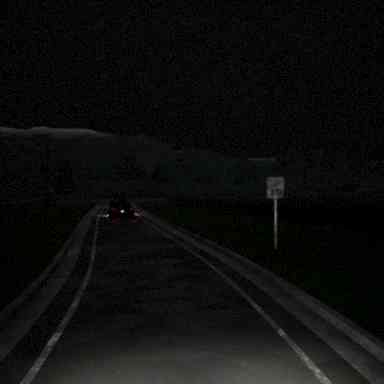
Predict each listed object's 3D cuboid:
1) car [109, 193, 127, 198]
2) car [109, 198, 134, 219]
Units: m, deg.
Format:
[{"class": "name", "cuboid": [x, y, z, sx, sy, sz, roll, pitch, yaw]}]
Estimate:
[{"class": "car", "cuboid": [-9.575, 1.118, 43.114, 2.150, 2.045, 5.566, 0, 1, -13]}, {"class": "car", "cuboid": [-5.969, 1.492, 28.130, 1.994, 1.385, 4.181, 0, 0, -14]}]
